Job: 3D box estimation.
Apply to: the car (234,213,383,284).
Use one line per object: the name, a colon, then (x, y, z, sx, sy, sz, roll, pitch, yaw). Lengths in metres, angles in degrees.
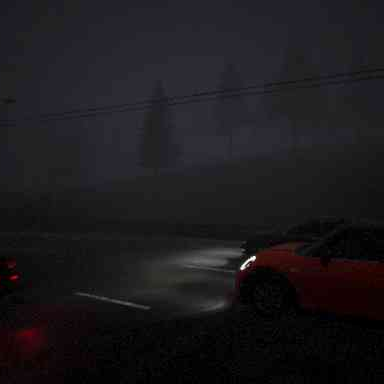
car: (3.820, 1.467, 9.567, 4.892, 1.490, 1.837, 0, -1, 34)

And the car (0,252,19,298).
car: (-5.720, 1.605, 7.164, 4.674, 1.442, 1.812, -1, 0, 28)

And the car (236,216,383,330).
car: (3.049, 1.317, 5.846, 4.553, 1.767, 2.097, -1, 0, 35)
